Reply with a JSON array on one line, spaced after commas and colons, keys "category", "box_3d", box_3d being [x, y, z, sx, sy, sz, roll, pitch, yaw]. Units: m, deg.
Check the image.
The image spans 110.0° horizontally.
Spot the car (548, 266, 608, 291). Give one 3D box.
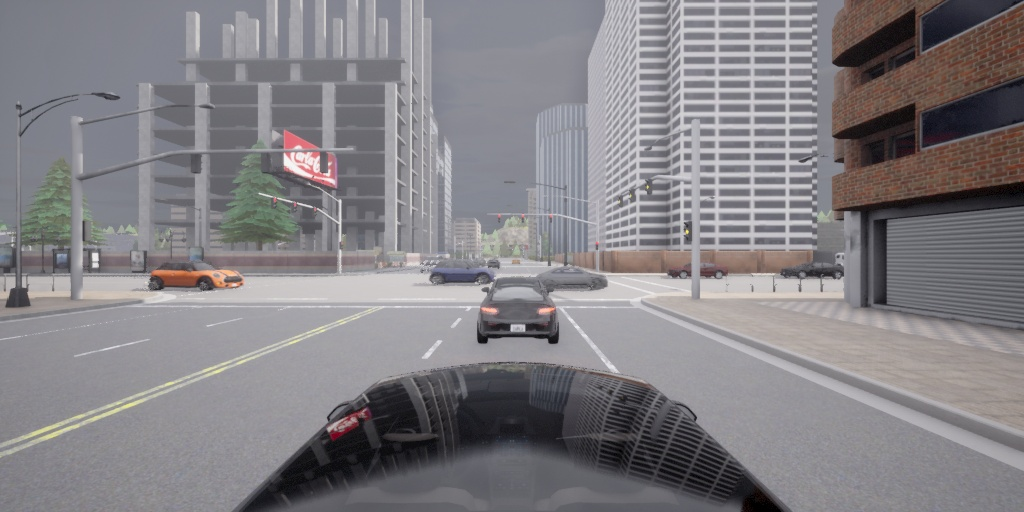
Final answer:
[{"category": "car", "box_3d": [3.500, 1.314, 21.277, 4.181, 1.385, 1.994, 0, 0, 0]}]

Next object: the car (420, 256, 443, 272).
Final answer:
[{"category": "car", "box_3d": [-10.091, 0.971, 46.185, 2.150, 2.045, 5.566, 0, 0, 1]}]

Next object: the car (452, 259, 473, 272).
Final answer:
[{"category": "car", "box_3d": [-6.572, 1.241, 48.541, 2.128, 1.511, 4.902, 0, 0, 1]}]

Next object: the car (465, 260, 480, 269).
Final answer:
[{"category": "car", "box_3d": [-6.453, 1.313, 58.511, 1.994, 1.385, 4.181, 0, 0, 0]}]

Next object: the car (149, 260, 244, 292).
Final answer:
[{"category": "car", "box_3d": [-18.469, 1.101, 21.141, 4.553, 1.767, 2.097, 0, 0, 4]}]

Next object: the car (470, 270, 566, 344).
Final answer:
[{"category": "car", "box_3d": [0.156, 1.276, 9.472, 1.812, 1.442, 4.674, 0, 0, 1]}]

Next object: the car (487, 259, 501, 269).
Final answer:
[{"category": "car", "box_3d": [-2.795, 1.254, 55.693, 1.837, 1.490, 4.892, 0, 0, 1]}]

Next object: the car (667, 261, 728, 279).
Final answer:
[{"category": "car", "box_3d": [16.456, 1.227, 31.895, 5.008, 1.535, 1.882, 0, 0, 0]}]

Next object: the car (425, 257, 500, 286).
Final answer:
[{"category": "car", "box_3d": [-3.335, 1.102, 24.821, 4.553, 1.767, 2.097, 0, 0, 0]}]

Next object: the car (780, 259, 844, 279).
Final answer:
[{"category": "car", "box_3d": [26.649, 1.227, 31.820, 5.008, 1.535, 1.882, 0, 0, 0]}]
